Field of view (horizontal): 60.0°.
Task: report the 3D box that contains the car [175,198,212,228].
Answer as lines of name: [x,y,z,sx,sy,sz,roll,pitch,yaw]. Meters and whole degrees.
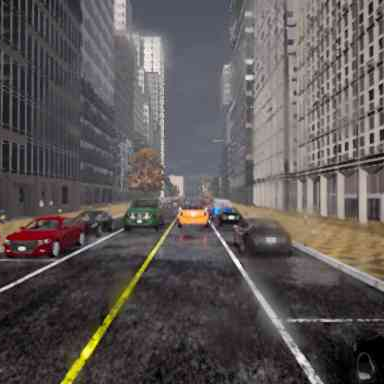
car: [0.097,1.568,24.405,2.097,1.767,4.553,0,-1,0]

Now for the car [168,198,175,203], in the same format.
car: [-5.699,2.335,93.071,1.802,1.307,4.206,0,0,0]

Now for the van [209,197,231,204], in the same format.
van: [2.689,1.609,30.452,1.690,1.788,3.998,0,0,0]

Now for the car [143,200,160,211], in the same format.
car: [-5.694,1.931,47.365,1.752,1.417,4.829,0,0,0]

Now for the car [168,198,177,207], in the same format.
car: [-3.035,2.053,63.046,1.812,1.442,4.674,0,0,1]

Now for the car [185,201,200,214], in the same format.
car: [0.095,1.889,42.038,1.812,1.442,4.674,0,-1,0]

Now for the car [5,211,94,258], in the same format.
car: [-5.690,1.665,13.380,1.887,1.381,4.507,0,-1,0]

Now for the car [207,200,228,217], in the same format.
car: [2.689,1.755,36.142,1.967,1.590,4.097,0,0,0]

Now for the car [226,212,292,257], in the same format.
car: [2.691,1.686,13.373,1.947,1.339,4.313,0,-1,0]

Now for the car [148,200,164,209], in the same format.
car: [-5.694,2.003,53.228,2.008,1.369,4.403,0,0,0]

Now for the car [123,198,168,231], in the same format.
car: [-3.103,1.424,22.467,2.150,2.045,5.566,0,-1,0]

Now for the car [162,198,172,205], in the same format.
car: [-5.697,2.179,75.996,2.008,1.369,4.403,0,0,0]

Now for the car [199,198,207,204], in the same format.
car: [2.683,2.196,81.847,1.752,1.417,4.829,0,0,0]

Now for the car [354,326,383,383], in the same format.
car: [2.692,1.585,1.989,1.947,1.339,4.313,0,-1,0]

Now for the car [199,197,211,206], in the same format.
car: [2.686,1.900,70.296,2.192,1.841,5.009,0,0,0]

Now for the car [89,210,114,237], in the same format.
car: [-5.691,1.736,19.072,1.947,1.339,4.313,0,-1,0]

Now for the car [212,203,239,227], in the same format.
car: [2.689,1.785,24.756,1.947,1.339,4.313,0,0,0]

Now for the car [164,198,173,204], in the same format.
car: [-5.698,2.236,81.689,1.947,1.339,4.313,0,0,0]
